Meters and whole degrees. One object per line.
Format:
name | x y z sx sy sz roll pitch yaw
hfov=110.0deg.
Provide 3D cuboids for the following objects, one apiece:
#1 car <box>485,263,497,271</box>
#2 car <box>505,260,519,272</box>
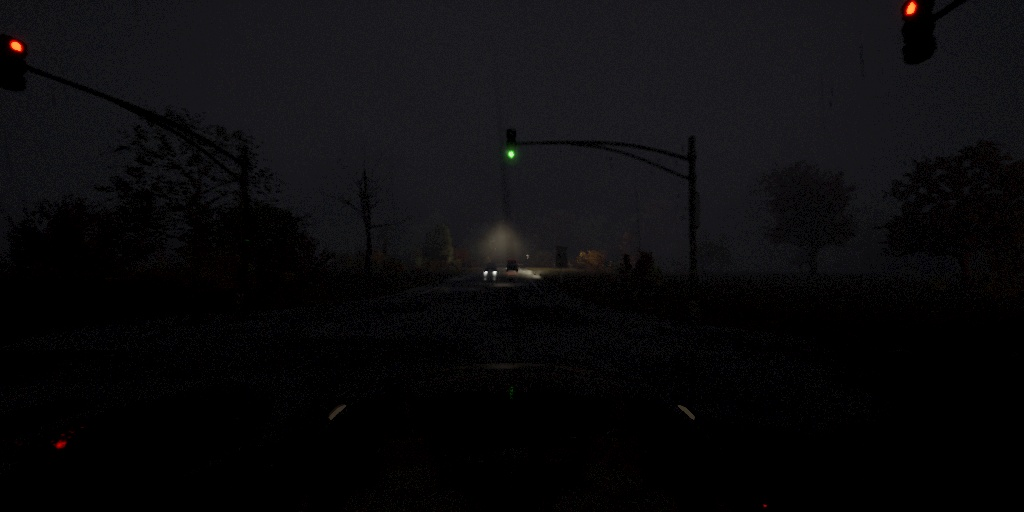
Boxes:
car | -3.514 1.860 60.818 1.812 1.442 4.674 0 -1 0
car | -0.012 1.776 55.817 1.837 1.490 4.892 0 -1 0
